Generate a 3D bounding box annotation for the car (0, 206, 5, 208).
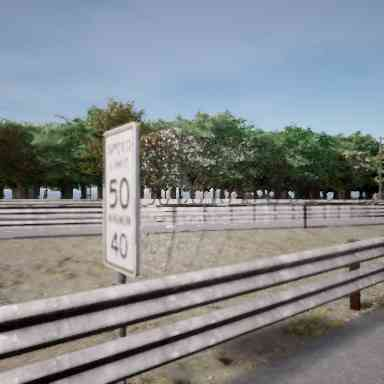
[{"bbox_3d":[-16.235,1.321,24.324,4.902,1.511,2.128,0,0,-21],"label":"car"}]
